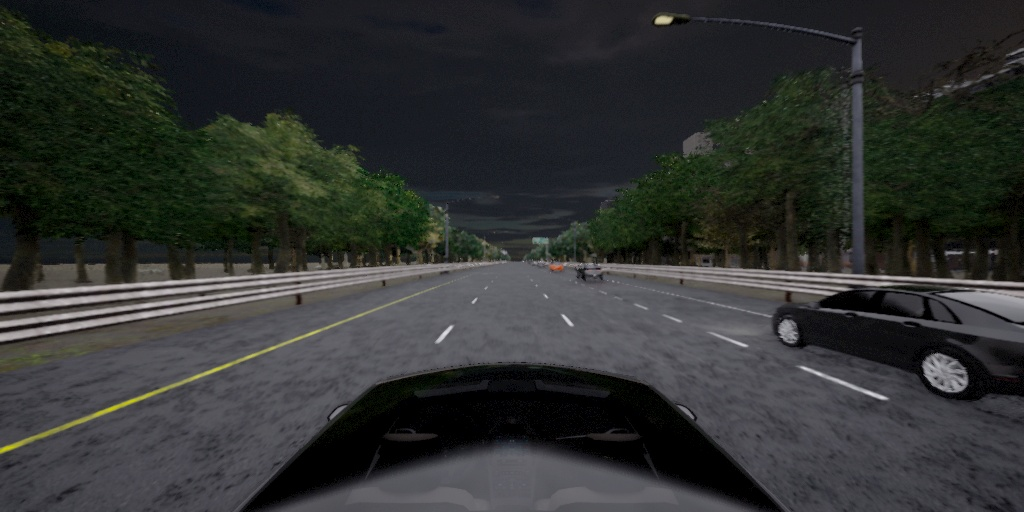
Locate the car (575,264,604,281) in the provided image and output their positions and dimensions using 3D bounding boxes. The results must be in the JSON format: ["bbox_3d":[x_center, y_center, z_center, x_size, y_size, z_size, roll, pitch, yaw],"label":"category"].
[{"bbox_3d":[7.059,1.476,33.012,2.128,1.511,4.902,0,-1,0],"label":"car"}]

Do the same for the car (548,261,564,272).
[{"bbox_3d":[7.191,1.669,59.009,2.097,1.767,4.553,0,-1,0],"label":"car"}]

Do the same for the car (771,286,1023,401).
[{"bbox_3d":[7.001,1.277,6.449,1.837,1.490,4.892,0,0,0],"label":"car"}]
